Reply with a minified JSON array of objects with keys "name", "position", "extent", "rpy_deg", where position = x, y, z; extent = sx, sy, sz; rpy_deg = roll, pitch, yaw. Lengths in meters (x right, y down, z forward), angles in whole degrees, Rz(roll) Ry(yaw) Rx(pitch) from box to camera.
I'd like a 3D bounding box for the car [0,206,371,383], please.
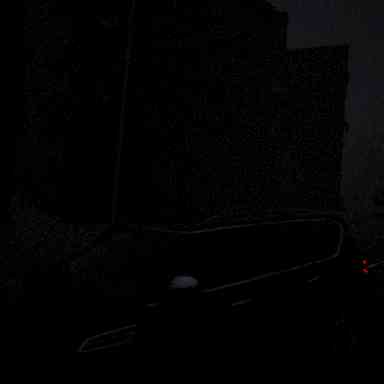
[{"name":"car","position":[-0.056,1.228,3.999],"extent":[5.566,2.045,2.150],"rpy_deg":[0,0,-36]}]
